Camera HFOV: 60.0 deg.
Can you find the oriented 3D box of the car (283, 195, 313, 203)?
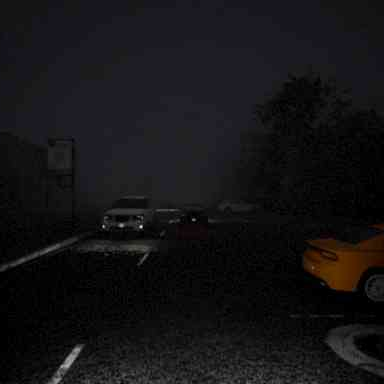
[{"bbox_3d":[18.559,1.267,58.332,5.008,1.535,1.882,-1,-3,0],"label":"car"}]

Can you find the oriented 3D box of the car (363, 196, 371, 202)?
[{"bbox_3d":[29.456,0.878,58.476,5.566,2.045,2.150,-1,-3,-1],"label":"car"}]

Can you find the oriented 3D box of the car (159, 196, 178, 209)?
[{"bbox_3d":[-3.264,1.624,45.141,1.994,1.385,4.181,0,0,1],"label":"car"}]

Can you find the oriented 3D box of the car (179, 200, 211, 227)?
[{"bbox_3d":[0.110,1.537,22.669,1.812,1.442,4.674,0,0,0],"label":"car"}]

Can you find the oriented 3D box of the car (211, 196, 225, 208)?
[{"bbox_3d":[5.109,1.526,39.080,5.008,1.535,2.097,0,0,0],"label":"car"}]

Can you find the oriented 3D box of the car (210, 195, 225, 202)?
[{"bbox_3d":[5.099,1.534,42.353,4.892,1.521,2.231,0,0,0],"label":"car"}]

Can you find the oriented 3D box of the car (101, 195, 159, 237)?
[{"bbox_3d":[-3.342,1.224,18.534,2.150,2.045,5.566,0,0,0],"label":"car"}]

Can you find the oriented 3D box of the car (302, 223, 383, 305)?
[{"bbox_3d":[5.082,1.465,7.446,5.008,1.535,2.097,0,0,0],"label":"car"}]

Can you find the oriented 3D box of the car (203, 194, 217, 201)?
[{"bbox_3d":[5.149,1.466,69.965,4.553,1.767,2.185,0,0,0],"label":"car"}]

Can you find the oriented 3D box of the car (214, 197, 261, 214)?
[{"bbox_3d":[5.099,1.559,35.931,4.674,1.452,2.002,0,0,0],"label":"car"}]

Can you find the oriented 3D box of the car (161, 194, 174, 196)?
[{"bbox_3d":[-7.522,1.792,94.473,5.366,1.575,1.946,0,-1,0],"label":"car"}]

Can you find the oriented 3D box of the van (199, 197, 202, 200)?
[{"bbox_3d":[4.819,1.562,93.932,4.442,1.987,1.878,0,-1,0],"label":"van"}]
